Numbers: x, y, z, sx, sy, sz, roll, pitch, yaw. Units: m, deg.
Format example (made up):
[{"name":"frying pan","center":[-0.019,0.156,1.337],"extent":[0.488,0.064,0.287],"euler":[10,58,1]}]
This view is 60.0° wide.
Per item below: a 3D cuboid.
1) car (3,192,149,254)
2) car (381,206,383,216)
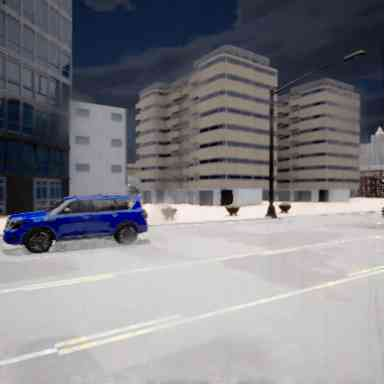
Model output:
[{"name":"car","center":[-4.498,1.159,13.566],"extent":[5.566,2.045,2.150],"euler":[0,0,-33]},{"name":"car","center":[18.196,1.380,28.504],"extent":[4.902,1.511,2.128],"euler":[0,0,-33]}]
